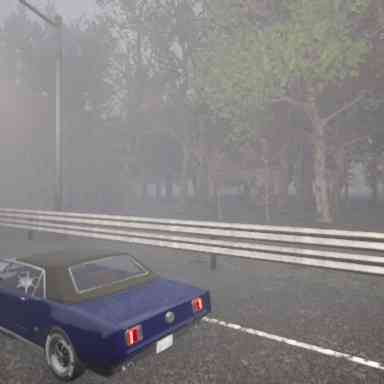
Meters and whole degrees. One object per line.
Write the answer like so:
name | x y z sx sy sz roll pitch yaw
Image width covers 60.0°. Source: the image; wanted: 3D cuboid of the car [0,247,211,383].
car | -2.133 1.590 5.432 4.718 1.301 1.895 0 0 36
